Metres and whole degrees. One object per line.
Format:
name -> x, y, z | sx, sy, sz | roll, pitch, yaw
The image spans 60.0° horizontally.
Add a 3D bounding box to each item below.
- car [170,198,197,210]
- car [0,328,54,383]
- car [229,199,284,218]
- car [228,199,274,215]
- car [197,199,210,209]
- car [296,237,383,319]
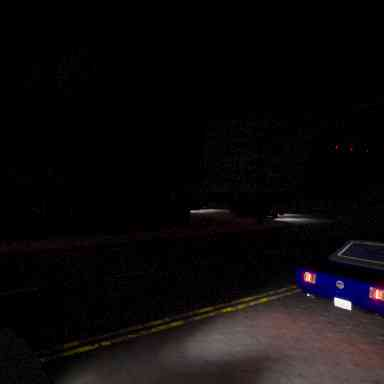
car -> -1.725, 1.563, 40.625 | 1.994, 1.385, 4.181 | 0, 0, -36
car -> -3.115, 1.601, 1.530 | 4.718, 1.301, 1.895 | 0, 0, -35
car -> 5.735, 1.547, 30.222 | 2.033, 1.411, 5.357 | 0, 0, -36
car -> 6.226, 1.505, 35.532 | 1.837, 1.490, 4.892 | 0, 0, -36
car -> 0.096, 1.547, 44.093 | 2.033, 1.411, 5.357 | 0, 0, -36
car -> 4.368, 1.601, 6.885 | 4.718, 1.301, 1.895 | 0, 0, -35
